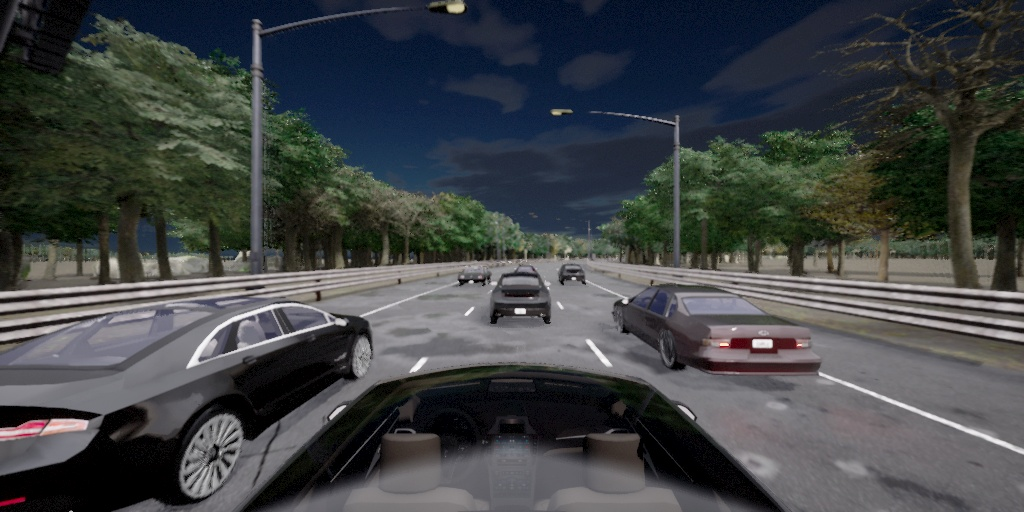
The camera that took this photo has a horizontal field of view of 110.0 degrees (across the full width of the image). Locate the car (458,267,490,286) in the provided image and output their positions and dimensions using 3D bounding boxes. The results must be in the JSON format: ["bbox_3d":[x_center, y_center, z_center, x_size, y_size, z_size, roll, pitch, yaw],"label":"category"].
[{"bbox_3d":[-2.582,1.446,26.196,1.895,1.301,4.718,0,0,3],"label":"car"}]

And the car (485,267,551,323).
[{"bbox_3d":[0.296,1.297,12.373,1.837,1.490,4.892,0,0,1],"label":"car"}]

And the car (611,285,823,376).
[{"bbox_3d":[3.677,1.325,7.712,2.033,1.411,5.357,0,0,1],"label":"car"}]

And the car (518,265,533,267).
[{"bbox_3d":[1.087,1.422,28.473,1.994,1.385,4.181,0,0,4],"label":"car"}]

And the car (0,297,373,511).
[{"bbox_3d":[-3.353,1.248,4.375,2.128,1.511,4.902,0,0,0],"label":"car"}]

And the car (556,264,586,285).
[{"bbox_3d":[4.548,1.364,27.817,1.837,1.490,4.892,0,0,4],"label":"car"}]
